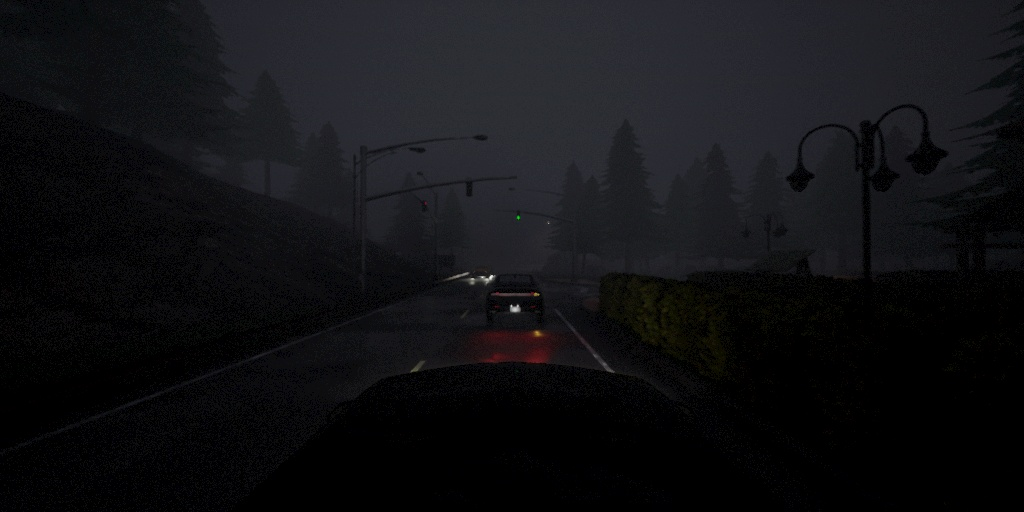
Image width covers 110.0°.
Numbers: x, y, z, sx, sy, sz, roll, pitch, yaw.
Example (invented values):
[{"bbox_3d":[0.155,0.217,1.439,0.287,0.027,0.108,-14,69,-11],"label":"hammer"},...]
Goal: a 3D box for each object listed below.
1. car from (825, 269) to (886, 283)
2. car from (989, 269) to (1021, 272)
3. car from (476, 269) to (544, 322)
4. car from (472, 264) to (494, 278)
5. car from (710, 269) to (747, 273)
[{"bbox_3d":[26.069,1.724,26.946,5.008,1.535,1.882,0,-1,1],"label":"car"},{"bbox_3d":[36.450,1.732,26.522,4.902,1.511,2.128,0,-1,5],"label":"car"},{"bbox_3d":[0.100,1.390,12.964,2.128,1.511,4.902,0,-1,0],"label":"car"},{"bbox_3d":[-3.562,1.764,42.204,1.882,1.535,5.008,0,-1,0],"label":"car"},{"bbox_3d":[15.720,1.752,27.024,4.892,1.490,1.837,0,-1,0],"label":"car"}]
